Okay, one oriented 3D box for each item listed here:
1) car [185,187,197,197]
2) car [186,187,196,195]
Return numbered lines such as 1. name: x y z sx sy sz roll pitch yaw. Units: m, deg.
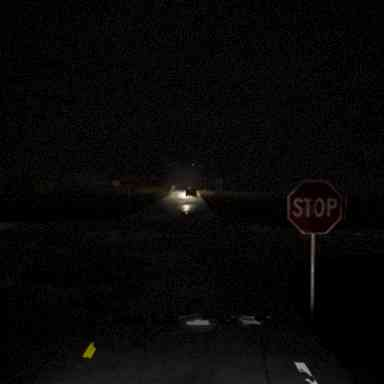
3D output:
1. car: -0.144 0.020 61.104 2.097 1.767 4.553 0 2 0
2. car: -0.166 -0.236 71.165 2.128 1.511 4.902 0 2 0
